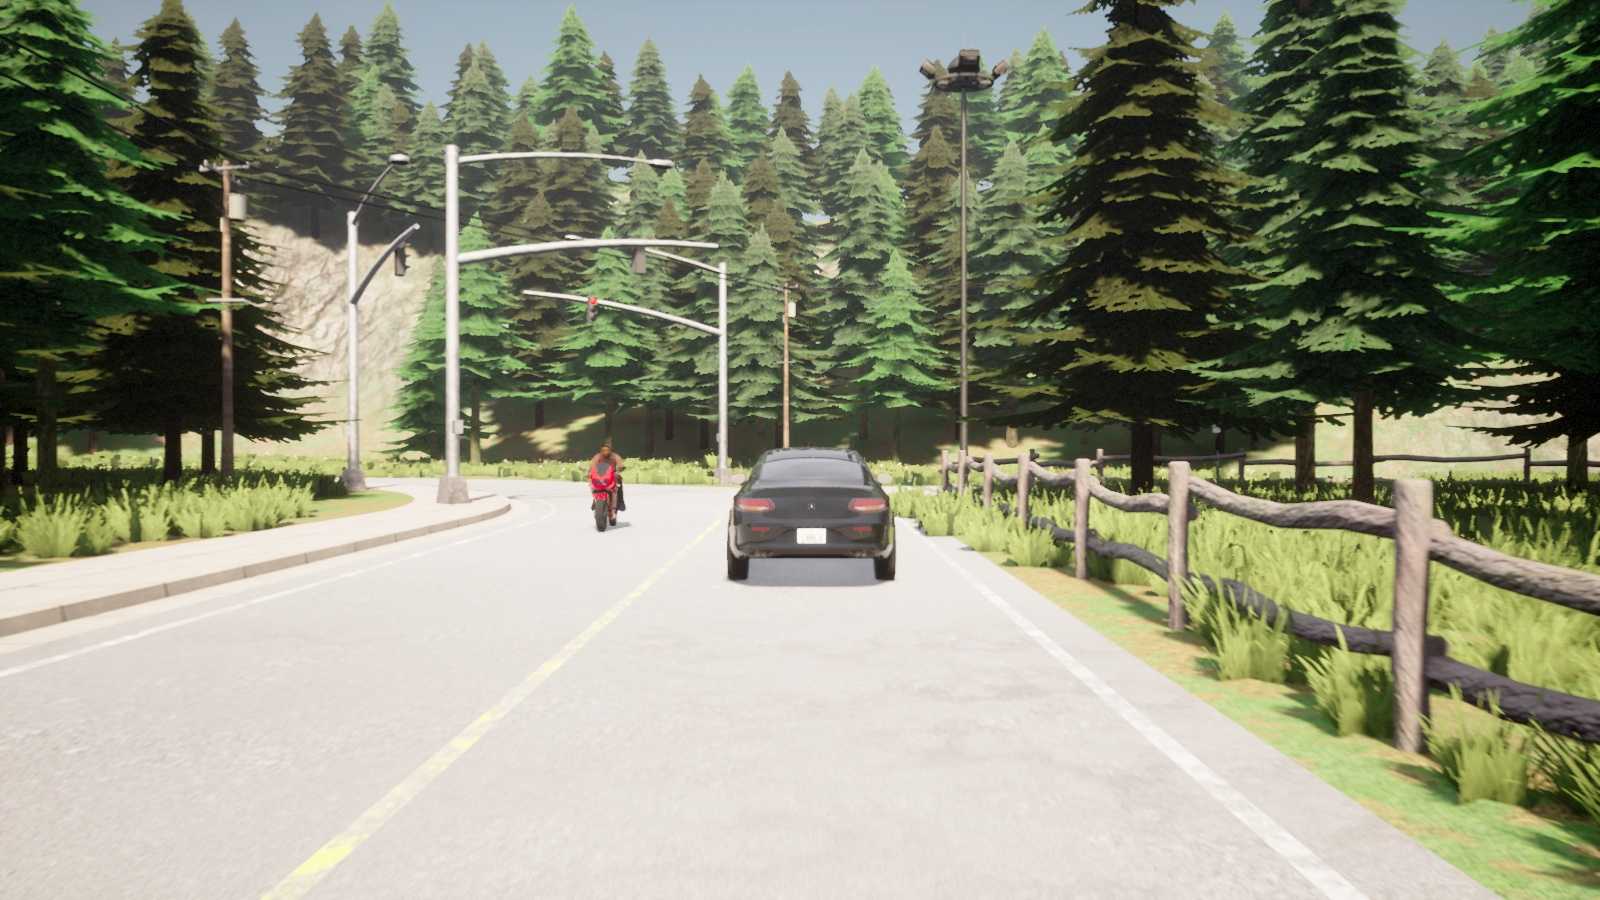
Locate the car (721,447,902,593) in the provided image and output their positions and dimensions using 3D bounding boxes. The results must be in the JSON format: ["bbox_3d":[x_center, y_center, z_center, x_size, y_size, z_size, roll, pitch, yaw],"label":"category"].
[{"bbox_3d":[0.133,0.689,14.856,1.812,1.442,4.674,0,0,0],"label":"car"}]

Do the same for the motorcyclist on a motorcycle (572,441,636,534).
[{"bbox_3d":[-3.316,0.605,21.454,0.797,1.523,2.044,0,0,-1],"label":"motorcyclist on a motorcycle"}]
